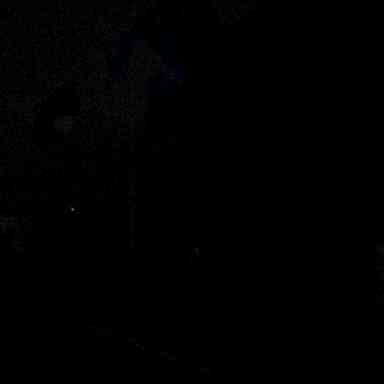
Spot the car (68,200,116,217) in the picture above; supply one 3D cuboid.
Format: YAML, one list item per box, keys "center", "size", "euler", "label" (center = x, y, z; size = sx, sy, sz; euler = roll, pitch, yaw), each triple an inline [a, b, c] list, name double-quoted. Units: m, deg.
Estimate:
- center: [-8.710, 1.408, 29.173]
  size: [1.994, 1.385, 4.181]
  euler: [0, 0, 36]
  label: "car"

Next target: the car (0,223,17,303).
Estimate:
- center: [-5.542, 1.315, 6.758]
  size: [5.009, 1.841, 2.192]
  euler: [0, 0, 35]
  label: "car"

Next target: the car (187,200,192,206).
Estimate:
- center: [1.577, 1.348, 48.423]
  size: [2.033, 1.411, 5.357]
  euler: [0, 0, 36]
  label: "car"
